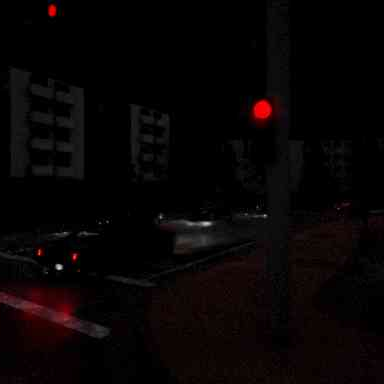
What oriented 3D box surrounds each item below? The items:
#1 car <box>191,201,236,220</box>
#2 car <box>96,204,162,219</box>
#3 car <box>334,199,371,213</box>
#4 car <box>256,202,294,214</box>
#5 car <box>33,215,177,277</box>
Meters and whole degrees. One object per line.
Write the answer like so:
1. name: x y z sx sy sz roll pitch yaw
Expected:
1. car: 1.933 1.533 28.794 1.882 1.535 5.008 0 0 40
2. car: -3.835 1.561 20.802 1.837 1.490 4.892 0 0 34
3. car: 17.959 1.551 37.250 4.674 1.442 1.812 0 0 -28
4. car: 8.997 1.554 35.755 4.892 1.490 1.837 0 0 -37
5. car: -2.358 1.630 10.490 1.895 1.301 4.718 0 0 28
